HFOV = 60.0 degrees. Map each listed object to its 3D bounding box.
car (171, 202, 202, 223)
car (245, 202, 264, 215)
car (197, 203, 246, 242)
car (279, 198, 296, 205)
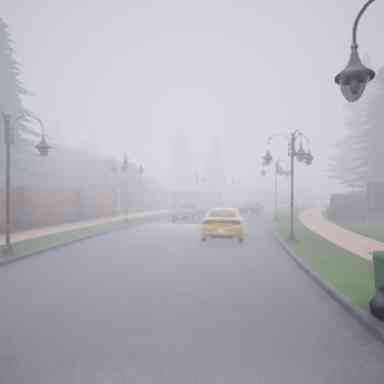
[{"bbox_3d":[-0.203,1.535,25.932,1.837,1.490,4.892,0,0,15],"label":"car"},{"bbox_3d":[6.378,1.660,34.923,1.895,1.301,4.718,1,0,20],"label":"car"},{"bbox_3d":[1.621,1.503,16.595,1.882,1.535,5.008,0,0,9],"label":"car"},{"bbox_3d":[18.182,1.733,63.388,1.895,1.301,4.718,0,0,38],"label":"car"}]
